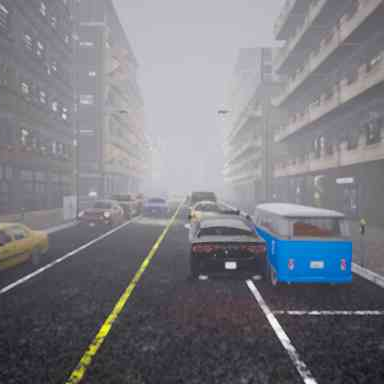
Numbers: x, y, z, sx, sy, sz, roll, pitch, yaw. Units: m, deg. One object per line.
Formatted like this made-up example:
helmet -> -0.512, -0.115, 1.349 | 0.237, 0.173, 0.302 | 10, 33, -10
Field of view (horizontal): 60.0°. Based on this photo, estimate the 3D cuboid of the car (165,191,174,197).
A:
car -> -5.406, 0.582, 80.771 | 1.947, 1.339, 4.313 | 1, 1, 0

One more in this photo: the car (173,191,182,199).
car -> -2.837, 0.673, 68.486 | 2.128, 1.511, 4.902 | 0, 1, 0

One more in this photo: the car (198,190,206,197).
car -> 2.469, 0.387, 86.349 | 1.967, 1.590, 4.097 | 1, 1, 0

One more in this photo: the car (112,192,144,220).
car -> -5.334, 1.008, 25.282 | 2.192, 1.841, 5.009 | 1, 1, 0

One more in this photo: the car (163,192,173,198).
car -> -5.399, 0.635, 75.222 | 2.008, 1.369, 4.403 | 1, 1, 0

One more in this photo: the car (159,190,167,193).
car -> -5.371, 0.883, 52.857 | 1.752, 1.417, 4.829 | 1, 1, 0

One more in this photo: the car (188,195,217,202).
car -> 0.801, 1.217, 19.656 | 1.801, 1.575, 5.366 | 0, 1, 0

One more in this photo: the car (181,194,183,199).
car -> -0.043, 0.989, 45.982 | 2.033, 1.411, 5.357 | 0, 1, 0

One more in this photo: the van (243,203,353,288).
van -> 2.566, 1.235, 8.665 | 1.690, 1.788, 3.998 | 1, 1, 0

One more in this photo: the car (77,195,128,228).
car -> -5.329, 1.200, 19.735 | 1.967, 1.590, 4.097 | 1, 1, 0

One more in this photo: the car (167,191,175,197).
car -> -5.413, 0.529, 86.319 | 1.802, 1.307, 4.206 | 1, 1, 0

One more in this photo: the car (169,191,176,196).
car -> -5.420, 0.461, 91.868 | 1.802, 1.307, 4.206 | 1, 1, 0

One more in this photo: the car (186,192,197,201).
car -> -0.073, 0.754, 59.568 | 1.882, 1.535, 5.008 | 0, 1, 0

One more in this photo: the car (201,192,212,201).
car -> 2.502, 0.811, 58.776 | 1.752, 1.417, 4.829 | 1, 1, 0

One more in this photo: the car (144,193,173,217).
car -> -2.883, 1.141, 27.735 | 1.882, 1.535, 5.008 | 0, 1, 0

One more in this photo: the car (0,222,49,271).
car -> -5.316, 1.422, 8.469 | 1.752, 1.417, 4.829 | 1, 1, 0

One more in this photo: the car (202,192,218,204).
car -> 2.517, 0.864, 47.508 | 1.967, 1.590, 4.097 | 1, 1, 0

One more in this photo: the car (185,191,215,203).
car -> 0.794, 0.916, 25.493 | 2.150, 2.045, 5.566 | 0, 1, 0

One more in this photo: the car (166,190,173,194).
car -> -5.382, 0.535, 64.122 | 2.192, 1.841, 5.009 | 1, 1, 0

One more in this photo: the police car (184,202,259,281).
police car -> 0.814, 1.308, 9.575 | 1.930, 1.638, 5.238 | 0, 1, 0
